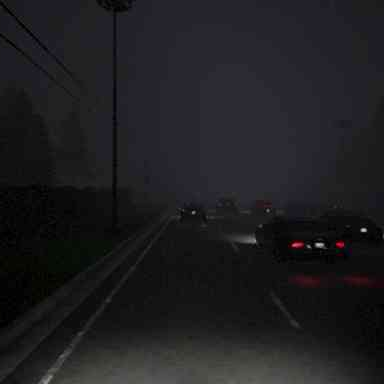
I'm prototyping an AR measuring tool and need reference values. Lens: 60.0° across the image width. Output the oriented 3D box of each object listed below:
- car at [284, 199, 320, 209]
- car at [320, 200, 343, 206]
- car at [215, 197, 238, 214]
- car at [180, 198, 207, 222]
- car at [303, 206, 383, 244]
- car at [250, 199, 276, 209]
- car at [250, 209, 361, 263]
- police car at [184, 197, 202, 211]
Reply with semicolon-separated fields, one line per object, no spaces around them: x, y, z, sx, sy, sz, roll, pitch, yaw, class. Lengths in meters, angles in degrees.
10.613;1.467;33.015;1.882;1.535;5.008;0;0;0;car
14.114;1.536;35.235;2.033;1.411;5.357;0;0;0;car
3.615;1.342;35.438;2.097;1.767;4.553;0;0;0;car
0.110;1.497;25.898;2.163;1.488;4.792;0;0;0;car
7.105;1.559;15.770;1.994;1.385;4.181;0;0;0;car
7.113;1.495;33.493;1.837;1.490;4.892;0;0;0;car
3.605;1.544;11.901;2.033;1.411;5.357;0;0;0;car
0.115;1.491;41.640;2.038;1.542;4.974;0;0;0;police car
